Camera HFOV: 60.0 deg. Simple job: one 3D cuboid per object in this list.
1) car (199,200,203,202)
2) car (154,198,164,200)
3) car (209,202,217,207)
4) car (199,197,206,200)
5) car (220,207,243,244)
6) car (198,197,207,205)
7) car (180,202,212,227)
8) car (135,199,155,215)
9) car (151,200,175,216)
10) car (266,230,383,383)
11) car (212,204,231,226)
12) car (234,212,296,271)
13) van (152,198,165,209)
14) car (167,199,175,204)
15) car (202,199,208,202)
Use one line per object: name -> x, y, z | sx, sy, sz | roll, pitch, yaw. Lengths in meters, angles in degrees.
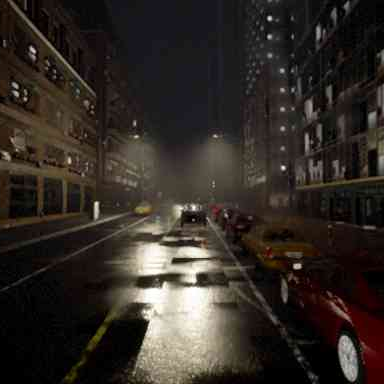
car -> 0.112, 2.017, 42.152 | 1.895, 1.301, 4.718 | 0, -1, 0
car -> -5.666, 1.948, 50.901 | 1.967, 1.590, 4.097 | 1, -1, 0
car -> 2.676, 1.818, 27.988 | 1.887, 1.381, 4.507 | 1, -1, 0
car -> 2.684, 2.190, 73.572 | 1.967, 1.590, 4.097 | 1, -1, 0
car -> 2.675, 1.705, 16.594 | 1.887, 1.381, 4.507 | 1, -1, 0
car -> 2.688, 2.194, 84.971 | 2.192, 1.841, 5.009 | 1, -1, 0
car -> 0.105, 1.733, 24.940 | 2.128, 1.511, 4.902 | 0, -1, 0
car -> -5.669, 1.913, 39.336 | 1.752, 1.417, 4.829 | 1, -1, 0
car -> -3.092, 1.921, 37.918 | 2.033, 1.411, 5.357 | 0, -1, 0
car -> 2.674, 1.596, 5.197 | 1.887, 1.381, 4.507 | 1, -1, 0
car -> 2.676, 1.767, 22.291 | 2.008, 1.369, 4.403 | 1, -1, 0
car -> 2.674, 1.633, 11.066 | 1.752, 1.417, 4.829 | 1, -1, 0
van -> -5.663, 1.909, 56.600 | 1.690, 1.788, 3.998 | 1, -1, 0
car -> -5.663, 2.512, 90.779 | 1.947, 1.339, 4.313 | 1, -1, 0
car -> 2.679, 1.992, 45.081 | 1.887, 1.381, 4.507 | 1, -1, 0
